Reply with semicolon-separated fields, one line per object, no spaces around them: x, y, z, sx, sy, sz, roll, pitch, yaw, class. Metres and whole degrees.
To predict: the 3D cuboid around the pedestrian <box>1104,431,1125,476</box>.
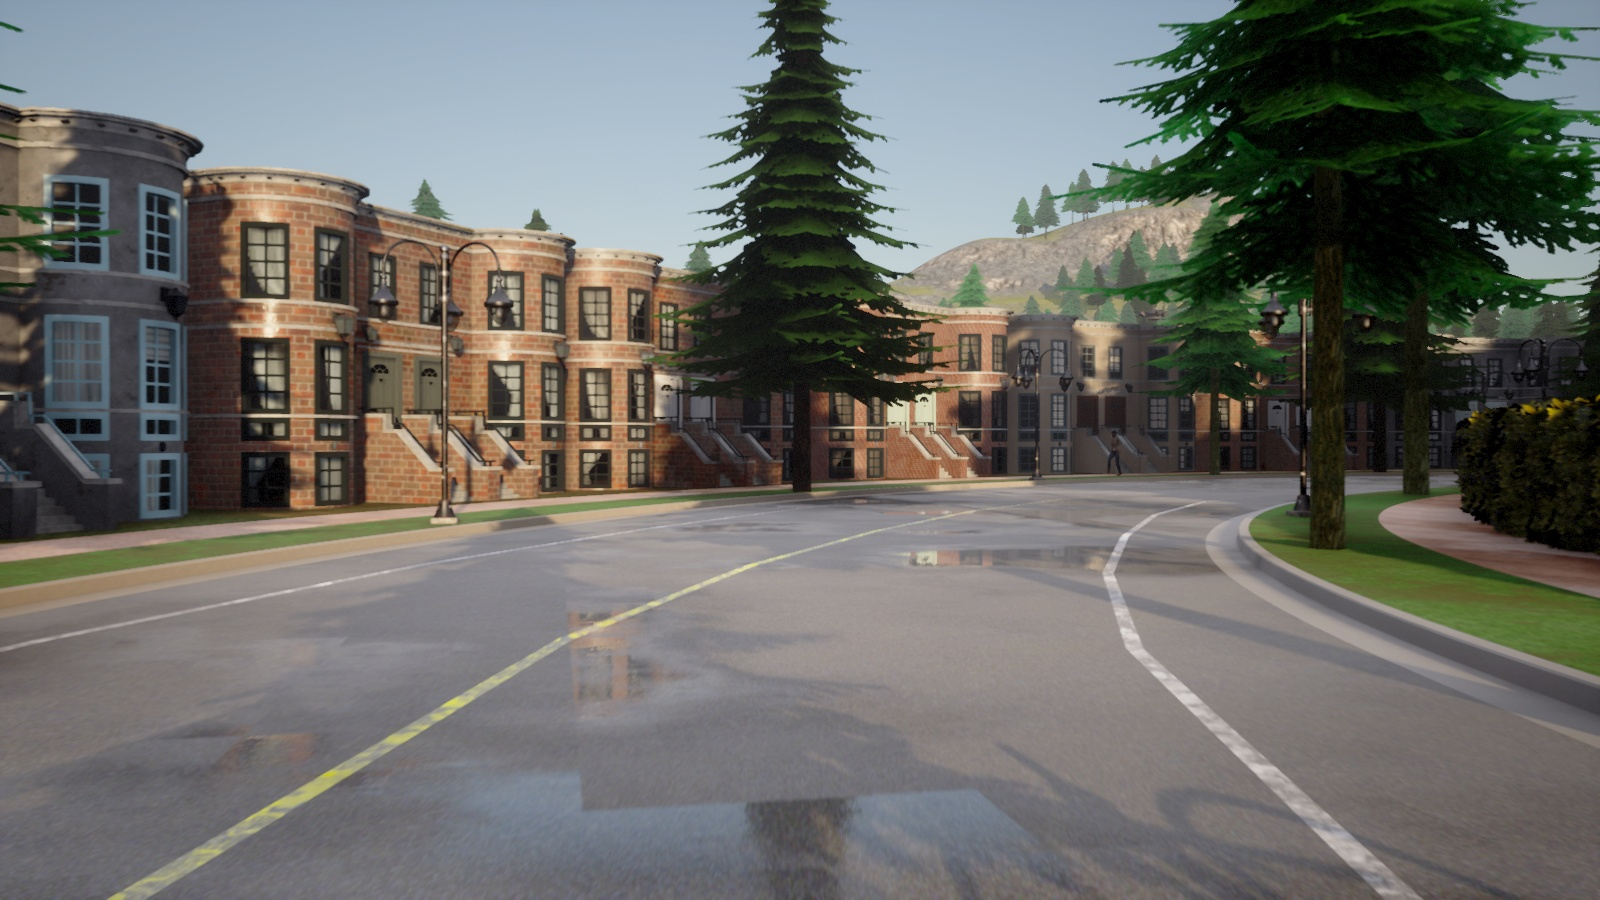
12.563;0.132;50.199;0.869;1.805;0.328;0;0;-36;pedestrian
